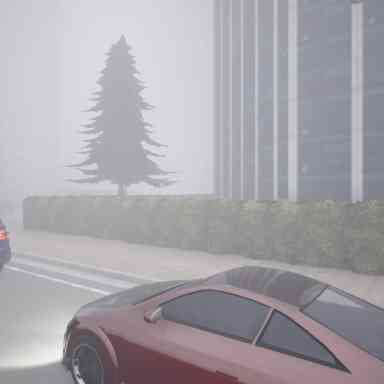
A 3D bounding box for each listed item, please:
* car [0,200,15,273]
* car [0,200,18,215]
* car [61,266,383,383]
[{"bbox_3d":[-7.153,1.221,9.060,5.566,2.045,2.150,0,0,35],"label":"car"},{"bbox_3d":[-20.361,1.560,33.239,1.837,1.490,4.892,0,0,35],"label":"car"},{"bbox_3d":[0.457,1.564,3.667,4.181,1.385,1.994,0,0,35],"label":"car"}]
